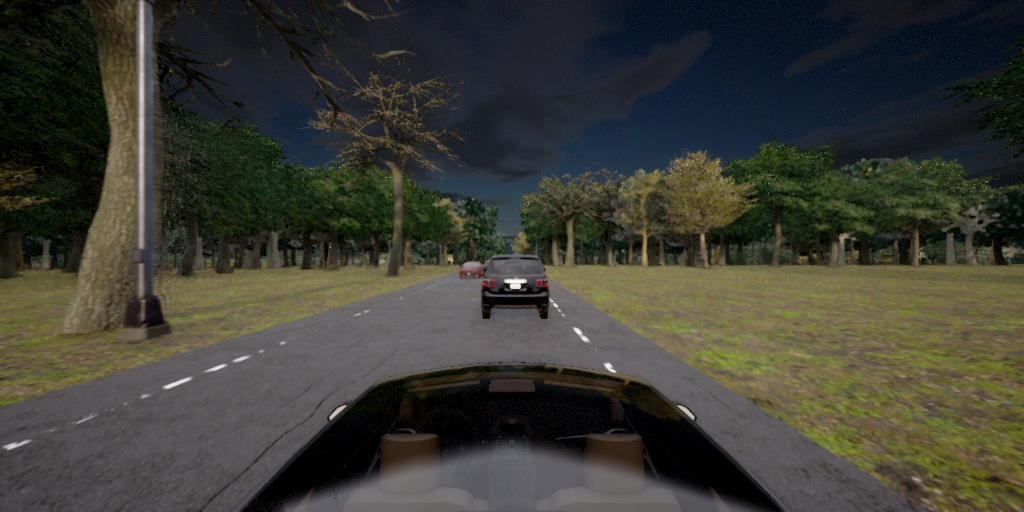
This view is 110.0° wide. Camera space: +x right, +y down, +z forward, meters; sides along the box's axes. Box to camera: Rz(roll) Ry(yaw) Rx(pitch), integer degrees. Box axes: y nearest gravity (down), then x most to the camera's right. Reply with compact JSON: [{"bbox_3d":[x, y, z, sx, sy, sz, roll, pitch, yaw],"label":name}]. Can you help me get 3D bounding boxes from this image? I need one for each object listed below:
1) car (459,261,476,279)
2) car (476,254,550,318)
[{"bbox_3d":[-3.588,1.218,32.411,1.882,1.535,5.008,0,0,0],"label":"car"},{"bbox_3d":[0.103,0.969,13.122,2.150,2.045,5.566,0,0,0],"label":"car"}]
